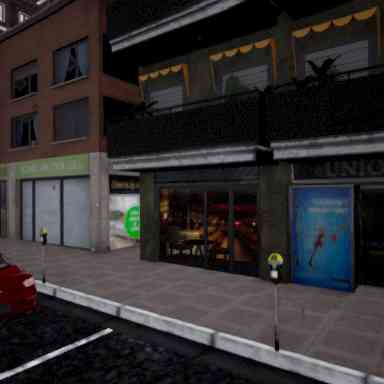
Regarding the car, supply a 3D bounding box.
[{"bbox_3d":[-4.475,1.580,6.076,4.206,1.307,1.802,0,0,36],"label":"car"}]
